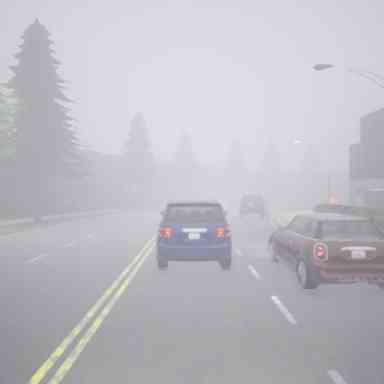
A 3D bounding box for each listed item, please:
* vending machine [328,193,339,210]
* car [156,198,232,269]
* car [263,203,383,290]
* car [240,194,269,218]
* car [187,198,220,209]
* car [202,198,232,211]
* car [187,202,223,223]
[{"bbox_3d":[18.323,1.216,43.166,1.100,2.100,0.880,0,0,45],"label":"vending machine"},{"bbox_3d":[0.068,1.229,11.339,2.150,2.045,5.566,0,0,0],"label":"car"},{"bbox_3d":[3.572,1.356,9.235,2.097,1.767,4.553,0,0,0],"label":"car"},{"bbox_3d":[5.824,1.237,30.746,2.150,2.045,5.566,0,0,18],"label":"car"},{"bbox_3d":[1.731,1.570,46.192,2.033,1.411,5.357,0,0,34],"label":"car"},{"bbox_3d":[3.202,1.546,41.828,1.812,1.442,4.674,0,0,31],"label":"car"},{"bbox_3d":[1.171,1.561,26.757,2.033,1.411,5.357,0,0,11],"label":"car"}]
